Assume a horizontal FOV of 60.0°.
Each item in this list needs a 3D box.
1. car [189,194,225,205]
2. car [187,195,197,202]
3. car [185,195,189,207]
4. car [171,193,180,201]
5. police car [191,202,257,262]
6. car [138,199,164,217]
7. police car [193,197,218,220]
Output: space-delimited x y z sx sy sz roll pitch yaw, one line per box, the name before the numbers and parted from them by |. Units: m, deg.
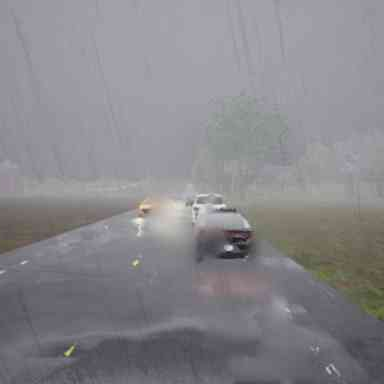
car | 1.049 1.134 21.985 2.150 2.045 5.566 0 0 0
car | -0.003 1.255 64.686 1.895 1.301 4.718 0 0 0
car | 0.008 1.324 46.790 2.033 1.411 5.357 0 0 0
car | -3.503 1.061 71.535 1.882 1.535 5.008 0 0 0
police car | 1.050 1.377 12.065 1.930 1.638 5.238 0 0 0
car | -3.598 1.350 29.965 1.882 1.535 5.008 0 0 0
police car | 1.049 1.307 28.067 1.930 1.638 5.238 0 0 0
